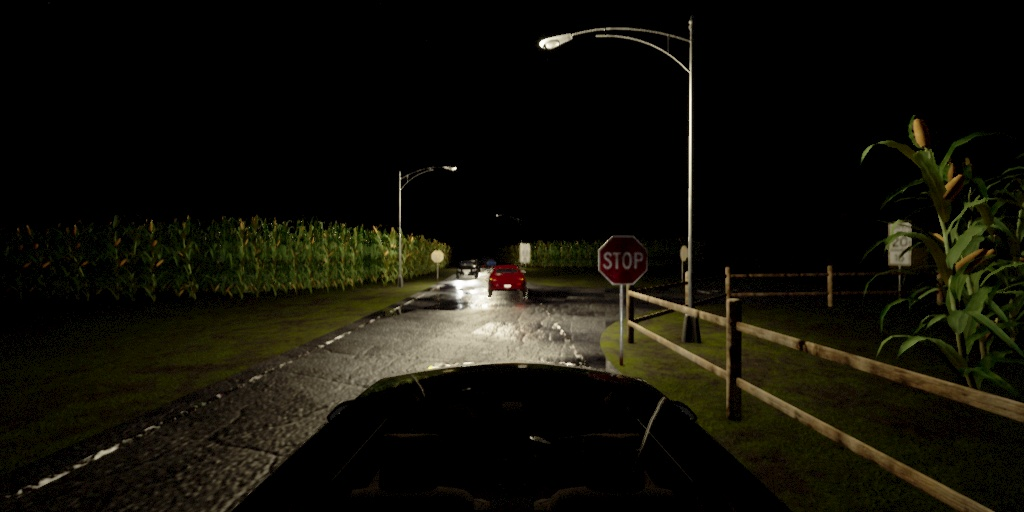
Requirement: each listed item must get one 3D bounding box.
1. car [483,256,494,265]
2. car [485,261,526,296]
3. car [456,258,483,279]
[{"bbox_3d":[-3.651,1.187,61.019,2.033,1.411,5.357,0,0,-7],"label":"car"},{"bbox_3d":[-0.297,1.193,18.569,1.812,1.442,4.674,-1,0,-2],"label":"car"},{"bbox_3d":[-3.937,1.173,32.260,2.128,1.511,4.902,0,0,-3],"label":"car"}]
